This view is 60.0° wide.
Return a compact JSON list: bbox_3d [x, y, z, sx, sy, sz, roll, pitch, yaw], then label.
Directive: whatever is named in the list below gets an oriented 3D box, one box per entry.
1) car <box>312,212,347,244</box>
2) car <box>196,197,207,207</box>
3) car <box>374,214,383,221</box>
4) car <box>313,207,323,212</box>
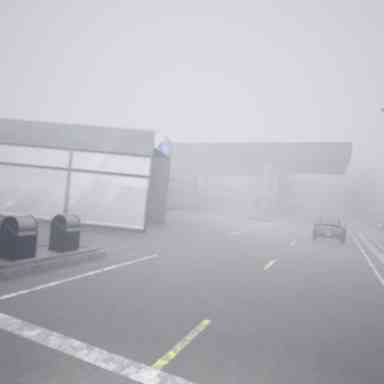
[{"bbox_3d":[8.936,2.381,21.616,2.128,1.511,4.902,6,0,23],"label":"car"},{"bbox_3d":[0.847,1.629,55.315,2.242,1.667,4.611,6,0,23],"label":"car"},{"bbox_3d":[38.053,4.797,63.563,5.566,2.045,2.150,6,0,23],"label":"car"},{"bbox_3d":[32.305,4.590,85.365,2.097,1.767,4.553,6,0,23],"label":"car"}]
